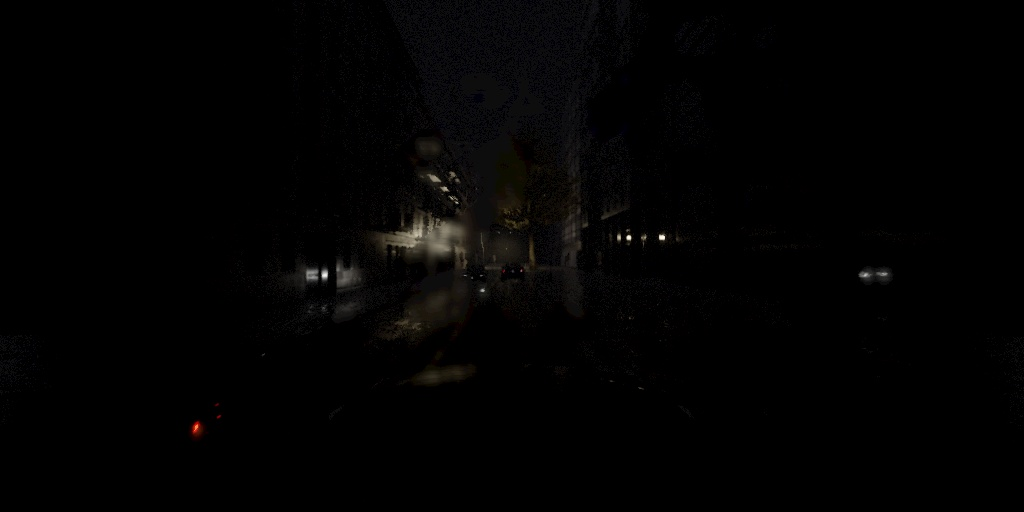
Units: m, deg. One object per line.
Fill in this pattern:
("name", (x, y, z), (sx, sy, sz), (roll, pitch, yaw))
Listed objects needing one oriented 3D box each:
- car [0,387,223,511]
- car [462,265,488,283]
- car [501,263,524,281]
("car", (-3.111, 1.284, 0.285), (2.033, 1.411, 5.357), (0, -1, 0))
("car", (-3.120, 1.527, 31.169), (1.837, 1.490, 4.892), (0, -1, 0))
("car", (0.075, 1.400, 33.963), (2.097, 1.767, 4.553), (0, 0, 0))
